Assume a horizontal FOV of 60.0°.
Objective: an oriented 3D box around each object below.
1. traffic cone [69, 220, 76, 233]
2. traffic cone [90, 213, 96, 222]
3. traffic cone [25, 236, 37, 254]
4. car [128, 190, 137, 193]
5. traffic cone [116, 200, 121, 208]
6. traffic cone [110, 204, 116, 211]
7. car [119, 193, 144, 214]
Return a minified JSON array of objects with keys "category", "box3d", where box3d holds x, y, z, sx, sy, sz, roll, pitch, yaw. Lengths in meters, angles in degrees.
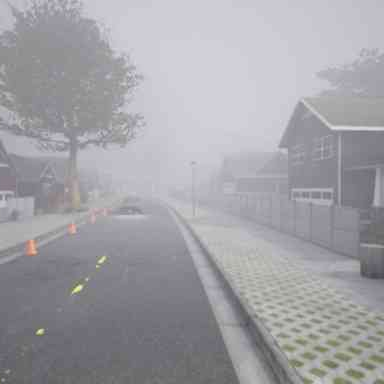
[{"category":"traffic cone","box3d":[-5.774,1.674,16.114,0.340,0.580,0.340,0,1,-6]},{"category":"traffic cone","box3d":[-6.294,1.595,21.061,0.340,0.580,0.340,0,1,-6]},{"category":"traffic cone","box3d":[-5.383,1.757,11.142,0.340,0.580,0.340,0,1,-8]},{"category":"car","box3d":[-12.593,0.407,70.543,1.812,1.442,4.674,0,1,-9]},{"category":"traffic cone","box3d":[-8.153,1.373,35.870,0.340,0.580,0.340,0,1,-8]},{"category":"traffic cone","box3d":[-7.484,1.445,30.941,0.340,0.580,0.340,0,1,-7]},{"category":"car","box3d":[-5.153,1.074,28.577,2.033,1.411,5.357,0,1,-7]}]
